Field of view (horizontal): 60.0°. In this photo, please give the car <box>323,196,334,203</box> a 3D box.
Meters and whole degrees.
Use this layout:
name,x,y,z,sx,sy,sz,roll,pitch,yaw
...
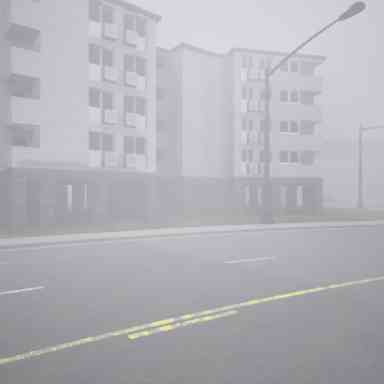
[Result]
name,x,y,z,sx,sy,sz,roll,pitch,yaw
car,27.641,1.494,67.625,1.837,1.490,4.892,0,0,18
